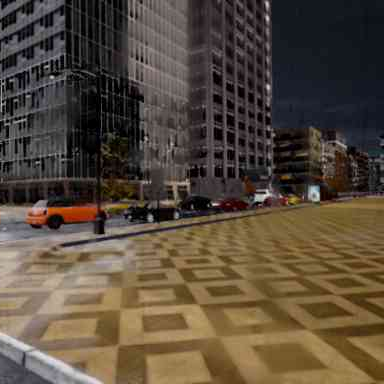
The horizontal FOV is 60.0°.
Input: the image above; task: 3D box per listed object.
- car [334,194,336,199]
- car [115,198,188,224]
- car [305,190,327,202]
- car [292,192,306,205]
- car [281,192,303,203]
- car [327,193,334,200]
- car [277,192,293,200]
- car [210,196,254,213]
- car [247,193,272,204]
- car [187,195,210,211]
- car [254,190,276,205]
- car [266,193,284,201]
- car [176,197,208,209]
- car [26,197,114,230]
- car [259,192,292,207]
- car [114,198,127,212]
[{"bbox_3d":[25.930,0.781,62.978,1.887,1.381,4.507,0,0,35],"label":"car"},{"bbox_3d":[-2.508,1.255,21.813,2.008,1.369,4.403,0,0,35],"label":"car"},{"bbox_3d":[19.608,0.655,53.828,2.192,1.841,5.009,0,0,35],"label":"car"},{"bbox_3d":[13.388,0.968,44.821,1.752,1.417,4.829,0,0,35],"label":"car"},{"bbox_3d":[16.106,0.878,53.506,1.882,1.535,5.008,-1,0,35],"label":"car"},{"bbox_3d":[22.768,0.603,58.402,2.192,1.841,5.009,0,0,35],"label":"car"},{"bbox_3d":[19.037,0.797,67.742,1.967,1.590,4.097,0,0,35],"label":"car"},{"bbox_3d":[3.812,1.182,30.961,1.802,1.307,4.206,0,0,35],"label":"car"},{"bbox_3d":[10.325,1.013,50.414,1.882,1.535,5.008,-1,0,35],"label":"car"},{"bbox_3d":[0.234,1.141,35.974,1.882,1.535,5.008,-1,0,35],"label":"car"},{"bbox_3d":[10.317,0.717,45.038,2.150,2.045,5.566,-1,0,35],"label":"car"},{"bbox_3d":[15.781,0.936,63.029,1.752,1.417,4.829,0,0,35],"label":"car"},{"bbox_3d":[0.078,1.250,40.299,1.802,1.307,4.206,0,0,35],"label":"car"},{"bbox_3d":[-7.234,1.137,19.722,2.097,1.767,4.553,-1,0,35],"label":"car"},{"bbox_3d":[10.131,1.041,40.109,1.887,1.381,4.507,0,0,35],"label":"car"},{"bbox_3d":[-6.339,1.300,31.010,1.752,1.417,4.829,0,0,35],"label":"car"}]
